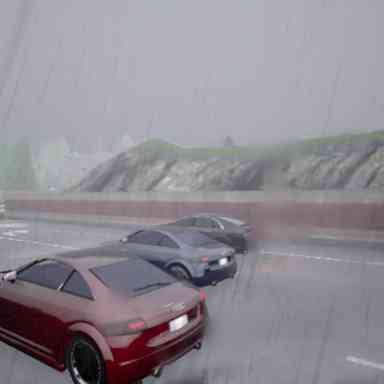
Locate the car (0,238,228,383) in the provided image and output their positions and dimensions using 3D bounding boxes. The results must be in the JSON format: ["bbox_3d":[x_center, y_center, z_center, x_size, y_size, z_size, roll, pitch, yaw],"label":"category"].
[{"bbox_3d":[-1.796,1.599,5.273,4.181,1.385,1.994,-1,0,35],"label":"car"}]

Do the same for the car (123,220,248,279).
[{"bbox_3d":[-0.904,1.611,8.935,4.181,1.385,1.994,0,0,35],"label":"car"}]

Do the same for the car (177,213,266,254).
[{"bbox_3d":[0.291,1.557,12.381,4.892,1.490,1.837,-1,-1,35],"label":"car"}]

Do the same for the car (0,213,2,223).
[{"bbox_3d":[-15.328,1.706,23.516,4.892,1.490,1.837,-1,-1,35],"label":"car"}]
